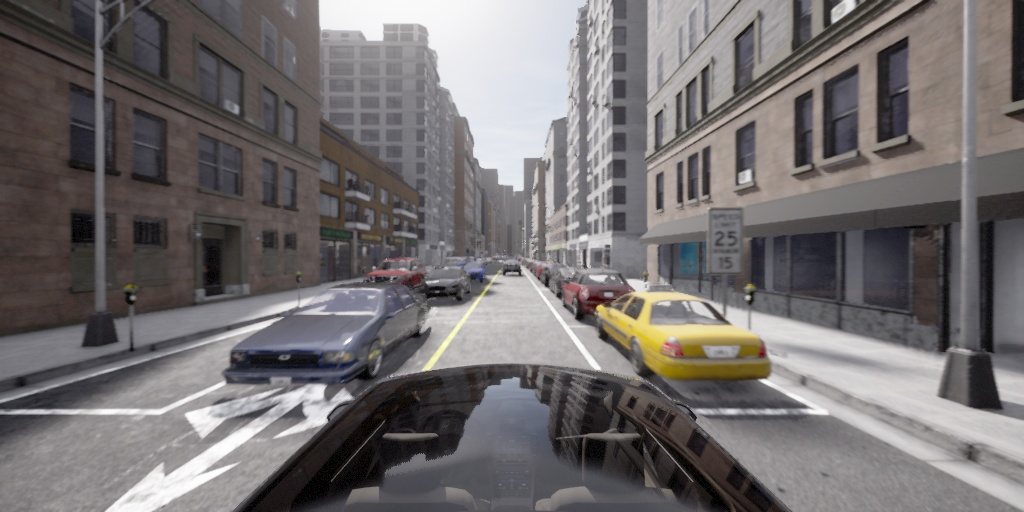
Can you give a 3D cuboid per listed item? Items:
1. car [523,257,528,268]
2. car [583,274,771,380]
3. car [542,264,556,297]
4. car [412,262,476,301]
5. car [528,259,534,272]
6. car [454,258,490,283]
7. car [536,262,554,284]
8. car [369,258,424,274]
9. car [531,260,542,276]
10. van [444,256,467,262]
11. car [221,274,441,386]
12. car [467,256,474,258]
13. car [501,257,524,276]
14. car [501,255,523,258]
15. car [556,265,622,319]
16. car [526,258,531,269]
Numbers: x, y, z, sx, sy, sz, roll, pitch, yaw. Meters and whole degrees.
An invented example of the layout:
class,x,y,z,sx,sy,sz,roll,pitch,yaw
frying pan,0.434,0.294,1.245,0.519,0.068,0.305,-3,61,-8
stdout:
class,x,y,z,sx,sy,sz,roll,pitch,yaw
car,2.864,1.157,51.248,2.007,1.370,4.403,0,0,0
car,2.860,1.263,7.210,1.751,1.417,4.829,0,0,0
car,2.860,1.259,18.091,2.007,1.370,4.403,0,0,0
car,-3.057,1.218,17.162,1.837,1.490,4.892,0,0,0
car,2.863,1.211,34.669,2.007,1.370,4.403,0,0,0
car,-2.997,1.161,27.554,1.882,1.535,5.008,0,0,0
car,2.861,1.259,23.617,1.948,1.339,4.313,0,0,0
car,-5.665,1.026,18.093,2.192,1.841,5.009,0,0,0
car,2.862,1.222,29.144,1.888,1.381,4.507,0,0,0
van,-5.663,1.004,34.671,1.690,1.789,3.998,0,0,0
car,-3.094,1.286,7.463,2.033,1.411,5.357,0,0,0
car,-5.662,0.960,40.197,2.192,1.841,5.009,0,0,0
car,0.004,1.162,36.156,1.837,1.490,4.892,0,0,0
car,0.023,0.970,47.966,2.097,1.767,4.553,0,0,0
car,2.860,1.163,12.565,1.967,1.591,4.097,0,0,0
car,2.863,1.225,40.195,1.802,1.307,4.207,0,0,0
